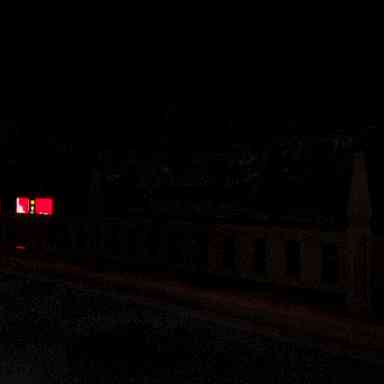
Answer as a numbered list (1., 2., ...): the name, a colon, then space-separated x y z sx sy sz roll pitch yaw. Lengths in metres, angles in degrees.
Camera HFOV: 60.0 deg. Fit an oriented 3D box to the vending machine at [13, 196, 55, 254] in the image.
1. vending machine: -6.039 1.193 12.755 0.880 2.100 1.100 0 0 29
